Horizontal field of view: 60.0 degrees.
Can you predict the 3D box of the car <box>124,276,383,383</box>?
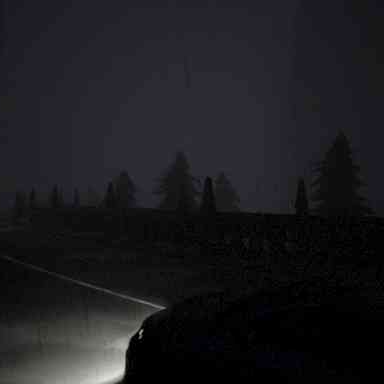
[{"bbox_3d":[1.299,1.581,3.225,4.181,1.385,1.994,-1,-1,36],"label":"car"}]
